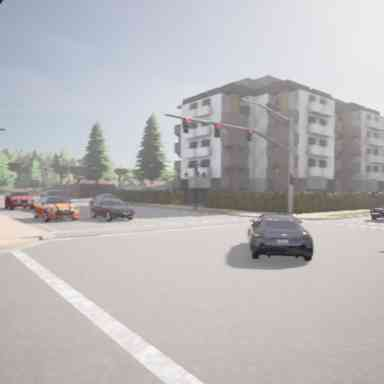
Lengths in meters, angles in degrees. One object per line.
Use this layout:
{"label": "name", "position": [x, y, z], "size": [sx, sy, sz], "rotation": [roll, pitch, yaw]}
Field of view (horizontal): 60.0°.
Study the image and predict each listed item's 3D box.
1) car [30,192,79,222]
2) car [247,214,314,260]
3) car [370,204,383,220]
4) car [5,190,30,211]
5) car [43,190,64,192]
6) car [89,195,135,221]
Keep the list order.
{"label": "car", "position": [-9.750, 1.086, 23.838], "size": [2.097, 1.767, 4.553], "rotation": [0, 1, -37]}
{"label": "car", "position": [3.107, 1.481, 12.210], "size": [1.994, 1.385, 4.181], "rotation": [1, 1, 9]}
{"label": "car", "position": [15.426, 1.493, 25.369], "size": [4.718, 1.301, 1.895], "rotation": [0, 1, -40]}
{"label": "car", "position": [-18.077, 0.803, 34.837], "size": [2.150, 2.045, 5.566], "rotation": [0, 1, -37]}
{"label": "car", "position": [-15.014, 0.811, 36.588], "size": [2.150, 2.045, 5.566], "rotation": [0, 1, -37]}
{"label": "car", "position": [-5.924, 1.259, 24.586], "size": [1.837, 1.490, 4.892], "rotation": [0, 1, -37]}
